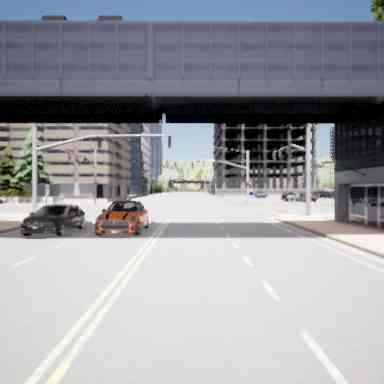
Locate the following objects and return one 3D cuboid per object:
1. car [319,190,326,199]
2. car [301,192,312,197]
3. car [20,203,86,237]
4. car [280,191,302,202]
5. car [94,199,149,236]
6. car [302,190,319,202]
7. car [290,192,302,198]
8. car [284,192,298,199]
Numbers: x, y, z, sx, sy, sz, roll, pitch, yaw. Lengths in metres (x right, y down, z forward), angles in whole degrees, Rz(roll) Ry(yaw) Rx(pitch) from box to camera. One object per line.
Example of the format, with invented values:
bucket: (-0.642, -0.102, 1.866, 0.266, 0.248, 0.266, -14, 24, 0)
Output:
car: (33.456, 0.473, 89.470, 1.932, 1.855, 4.605, 0, 0, 0)
car: (30.772, 0.684, 89.412, 1.784, 1.438, 3.905, 0, 0, 0)
car: (-7.021, 1.374, 17.310, 1.837, 1.490, 4.892, 0, 0, 0)
car: (16.621, 0.720, 56.848, 1.932, 1.855, 4.605, 0, 0, 0)
car: (-3.521, 1.217, 17.402, 2.097, 1.767, 4.553, 0, 1, 0)
car: (19.516, 0.724, 56.804, 1.905, 1.878, 3.866, 0, 0, 0)
car: (27.877, 0.715, 89.403, 1.970, 1.475, 3.806, 0, 0, 0)
car: (22.161, 0.830, 74.281, 1.970, 1.475, 3.806, 0, 0, 0)
